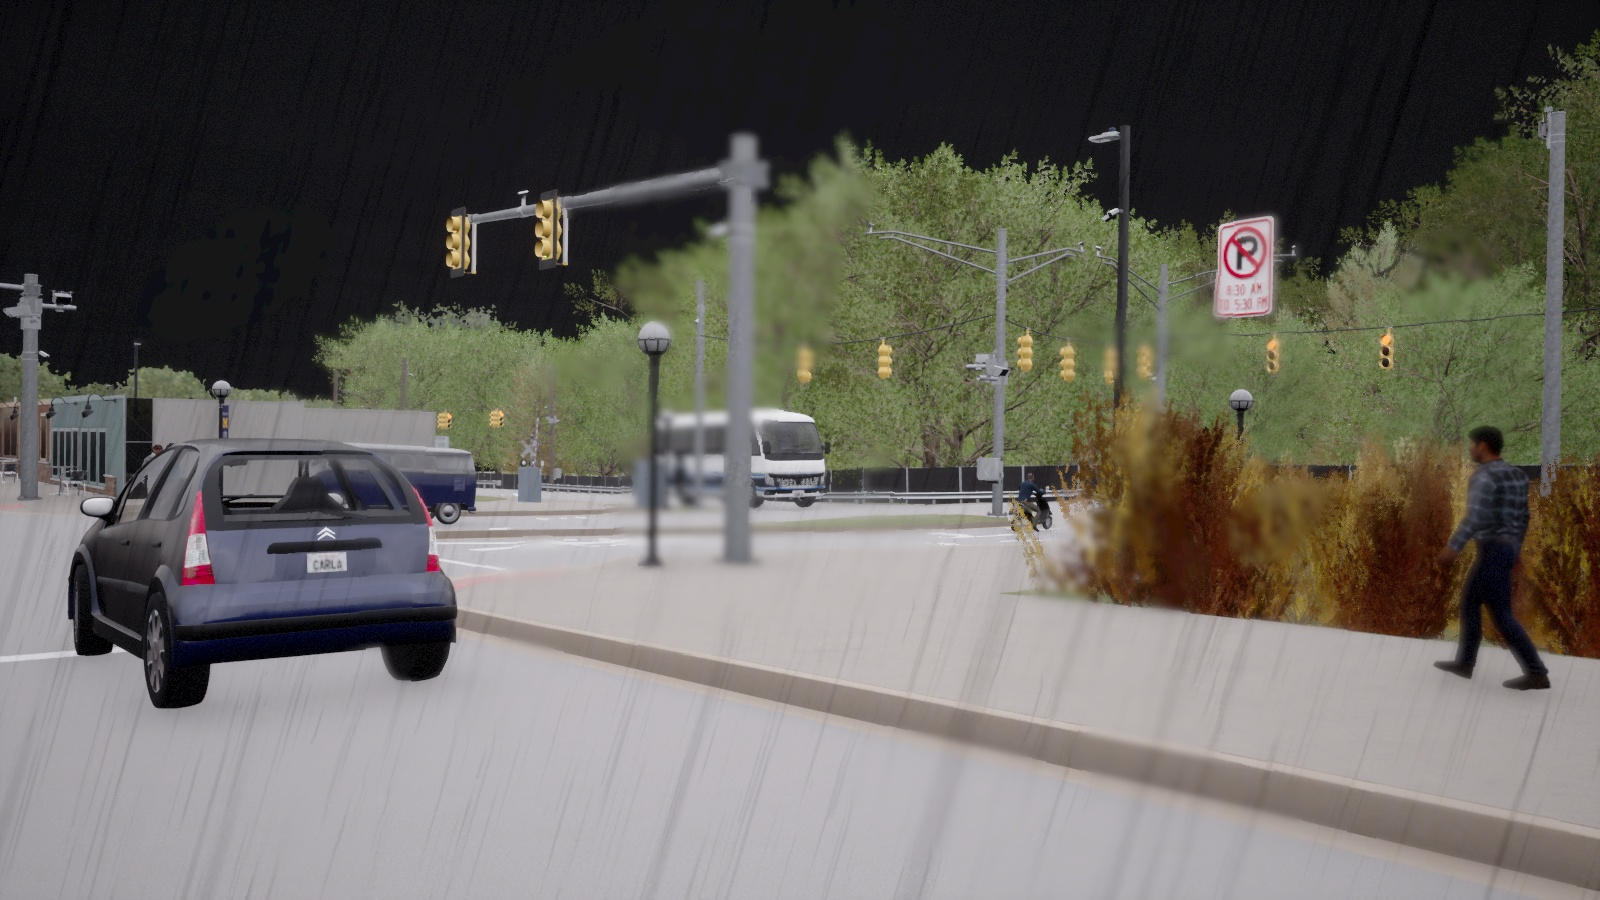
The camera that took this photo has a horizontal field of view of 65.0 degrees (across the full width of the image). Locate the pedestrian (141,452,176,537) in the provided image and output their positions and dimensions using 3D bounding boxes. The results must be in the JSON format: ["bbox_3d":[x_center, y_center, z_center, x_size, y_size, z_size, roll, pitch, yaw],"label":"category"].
[{"bbox_3d":[-15.109,1.028,29.609,0.659,1.952,0.873,0,1,-23],"label":"pedestrian"}]

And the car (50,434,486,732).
[{"bbox_3d":[-3.969,0.760,8.959,1.851,1.617,3.988,-1,-1,-38],"label":"car"}]

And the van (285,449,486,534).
[{"bbox_3d":[-10.428,1.055,31.788,4.442,1.987,1.775,2,-2,-41],"label":"van"}]

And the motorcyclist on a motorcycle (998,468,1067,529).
[{"bbox_3d":[6.381,1.320,34.445,1.817,1.590,0.866,-1,0,-39],"label":"motorcyclist on a motorcycle"}]

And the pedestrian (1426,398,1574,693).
[{"bbox_3d":[4.844,0.626,8.712,0.423,1.949,0.788,-1,1,-39],"label":"pedestrian"}]

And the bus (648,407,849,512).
[{"bbox_3d":[-2.558,0.479,56.289,3.944,4.253,10.273,-1,-1,-35],"label":"bus"}]

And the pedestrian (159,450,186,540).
[{"bbox_3d":[-13.623,0.964,27.245,0.396,1.930,0.692,-1,1,-37],"label":"pedestrian"}]
